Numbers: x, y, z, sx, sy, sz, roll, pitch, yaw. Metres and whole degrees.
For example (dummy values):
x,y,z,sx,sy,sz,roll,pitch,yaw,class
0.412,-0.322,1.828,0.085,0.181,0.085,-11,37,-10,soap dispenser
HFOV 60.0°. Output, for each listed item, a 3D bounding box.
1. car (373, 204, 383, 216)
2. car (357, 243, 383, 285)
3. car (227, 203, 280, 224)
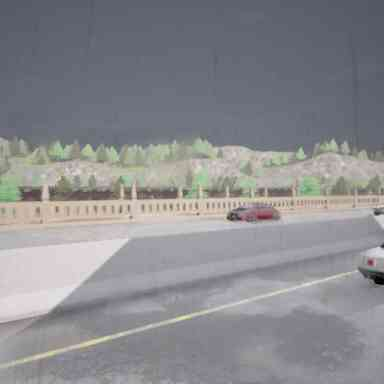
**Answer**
x,y,z,sx,sy,sz,roll,pitch,yaw,class
18.256,1.492,29.905,4.718,1.301,1.895,0,0,-35,car
6.117,1.568,8.123,4.718,1.301,1.895,0,0,-36,car
4.554,1.503,24.441,4.181,1.385,1.994,0,0,-35,car
